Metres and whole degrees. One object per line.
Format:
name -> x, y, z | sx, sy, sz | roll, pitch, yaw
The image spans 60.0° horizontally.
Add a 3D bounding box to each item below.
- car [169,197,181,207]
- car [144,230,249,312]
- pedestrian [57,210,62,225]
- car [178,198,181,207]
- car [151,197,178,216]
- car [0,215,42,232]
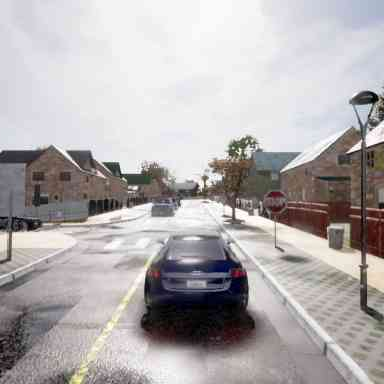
car -> -2.850, 1.666, 56.657 | 1.882, 1.535, 5.008 | 0, 0, 0
car -> 0.093, 1.574, 7.798 | 1.994, 1.385, 4.181 | 0, 0, 0
pedestrian -> -9.918, 1.856, 24.844 | 0.500, 1.100, 0.500 | 0, -2, 5
car -> -2.856, 1.625, 43.673 | 1.837, 1.490, 4.892 | 0, 0, 0
car -> -2.858, 1.432, 33.507 | 2.097, 1.767, 4.553 | 0, 0, 0
car -> -11.022, 1.669, 19.377 | 4.181, 1.385, 1.994 | -1, -3, 3
